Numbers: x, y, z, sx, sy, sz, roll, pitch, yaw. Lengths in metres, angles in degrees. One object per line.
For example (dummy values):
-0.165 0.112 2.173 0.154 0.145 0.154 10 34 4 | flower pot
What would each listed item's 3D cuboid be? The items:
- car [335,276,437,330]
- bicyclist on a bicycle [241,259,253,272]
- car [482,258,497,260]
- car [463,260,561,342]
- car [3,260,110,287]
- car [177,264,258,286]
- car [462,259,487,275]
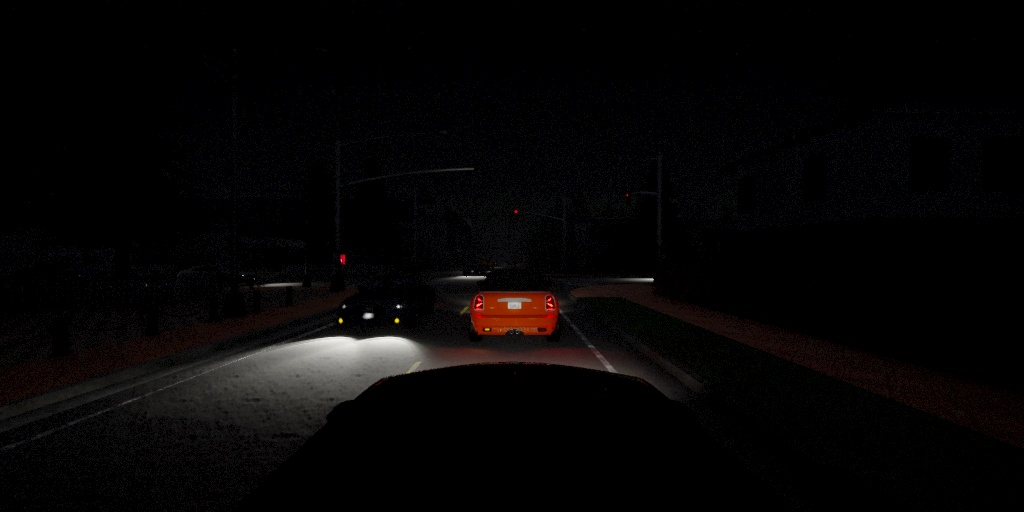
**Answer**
-3.605 1.314 10.999 1.994 1.385 4.181 0 0 0 | car
-23.577 1.066 31.814 0.582 1.620 1.656 0 0 -2 | bicyclist on a bicycle
-3.628 1.101 50.100 2.097 1.767 4.553 0 0 0 | car
0.066 1.102 9.970 2.097 1.767 4.553 0 0 0 | car
-30.191 1.243 24.139 5.008 1.535 1.882 0 0 -1 | car
-20.012 1.291 24.456 4.674 1.442 1.812 0 0 -2 | car
-3.750 1.314 36.502 1.994 1.385 4.181 0 0 2 | car
